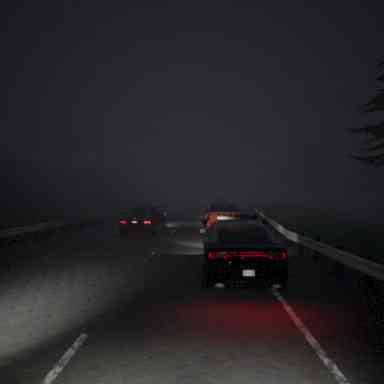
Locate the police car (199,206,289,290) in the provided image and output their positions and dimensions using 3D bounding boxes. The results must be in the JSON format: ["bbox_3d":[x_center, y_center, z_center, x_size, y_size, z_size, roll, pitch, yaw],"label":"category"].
[{"bbox_3d":[1.240,1.424,9.259,1.930,1.638,5.238,0,0,2],"label":"police car"}]

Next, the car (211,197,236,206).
[{"bbox_3d":[1.773,1.348,18.884,2.097,1.767,4.553,0,0,4],"label":"car"}]

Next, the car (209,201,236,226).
[{"bbox_3d":[2.262,1.501,24.762,1.837,1.490,4.892,0,0,5],"label":"car"}]

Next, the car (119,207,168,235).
[{"bbox_3d":[-2.645,1.544,18.958,2.033,1.411,5.357,0,0,4],"label":"car"}]

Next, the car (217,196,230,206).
[{"bbox_3d":[5.481,1.468,57.610,1.882,1.535,5.008,0,0,8],"label":"car"}]
